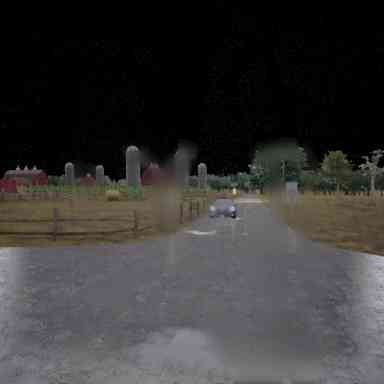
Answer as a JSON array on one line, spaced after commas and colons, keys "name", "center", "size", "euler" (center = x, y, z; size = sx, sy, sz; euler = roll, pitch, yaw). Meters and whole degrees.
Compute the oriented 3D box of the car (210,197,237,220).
[{"name": "car", "center": [2.744, 1.322, 28.258], "size": [2.097, 1.767, 4.553], "euler": [0, 0, 10]}]
